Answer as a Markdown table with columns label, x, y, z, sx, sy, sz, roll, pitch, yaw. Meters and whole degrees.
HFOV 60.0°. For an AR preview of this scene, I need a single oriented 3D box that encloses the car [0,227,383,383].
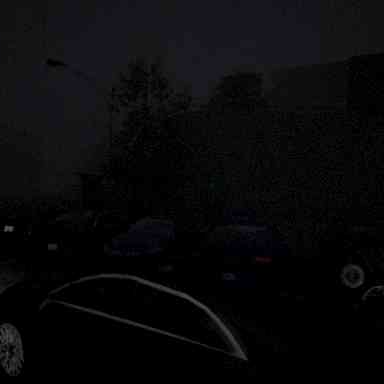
| label | x | y | z | sx | sy | sz | roll | pitch | yaw |
| --- | --- | --- | --- | --- | --- | --- | --- | --- | --- |
| car | -0.386 | 1.461 | 3.728 | 4.902 | 1.511 | 2.128 | 1 | 1 | 36 |

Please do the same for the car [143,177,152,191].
| label | x | y | z | sx | sy | sz | roll | pitch | yaw |
| --- | --- | --- | --- | --- | --- | --- | --- | --- | --- |
| car | -9.662 | -1.180 | 60.916 | 5.566 | 2.045 | 2.435 | 5 | 8 | 38 |

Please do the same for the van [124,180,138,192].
| label | x | y | z | sx | sy | sz | roll | pitch | yaw |
| --- | --- | --- | --- | --- | --- | --- | --- | --- | --- |
| van | -12.078 | -0.992 | 59.242 | 4.442 | 1.987 | 1.878 | 5 | 7 | 38 |

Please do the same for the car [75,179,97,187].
| label | x | y | z | sx | sy | sz | roll | pitch | yaw |
| --- | --- | --- | --- | --- | --- | --- | --- | --- | --- |
| car | -23.094 | -1.984 | 72.478 | 4.792 | 1.488 | 2.163 | 3 | 5 | 36 |

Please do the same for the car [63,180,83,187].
| label | x | y | z | sx | sy | sz | roll | pitch | yaw |
| --- | --- | --- | --- | --- | --- | --- | --- | --- | --- |
| car | -25.558 | -1.817 | 70.842 | 4.674 | 1.452 | 2.002 | 3 | 5 | 36 |

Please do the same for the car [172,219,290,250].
| label | x | y | z | sx | sy | sz | roll | pitch | yaw |
| --- | --- | --- | --- | --- | --- | --- | --- | --- | --- |
| car | 1.394 | 1.436 | 8.491 | 2.097 | 1.535 | 5.008 | 1 | 0 | 17 |

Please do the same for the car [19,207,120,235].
| label | x | y | z | sx | sy | sz | roll | pitch | yaw |
| --- | --- | --- | --- | --- | --- | --- | --- | --- | --- |
| car | -3.333 | 1.368 | 12.036 | 2.231 | 1.521 | 4.892 | 1 | -1 | 18 |

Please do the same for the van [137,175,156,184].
| label | x | y | z | sx | sy | sz | roll | pitch | yaw |
| --- | --- | --- | --- | --- | --- | --- | --- | --- | --- |
| van | -11.018 | -3.031 | 80.783 | 4.442 | 1.987 | 1.878 | 3 | 6 | 36 |

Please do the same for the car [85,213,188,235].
| label | x | y | z | sx | sy | sz | roll | pitch | yaw |
| --- | --- | --- | --- | --- | --- | --- | --- | --- | --- |
| car | -0.969 | 1.442 | 10.257 | 2.002 | 1.452 | 4.674 | 1 | 0 | 17 |

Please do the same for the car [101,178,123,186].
| label | x | y | z | sx | sy | sz | roll | pitch | yaw |
| --- | --- | --- | --- | --- | --- | --- | --- | --- | --- |
| car | -18.265 | -2.301 | 75.811 | 4.792 | 1.488 | 2.163 | 3 | 6 | 36 |

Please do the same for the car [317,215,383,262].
| label | x | y | z | sx | sy | sz | roll | pitch | yaw |
| --- | --- | --- | --- | --- | --- | --- | --- | --- | --- |
| car | 3.796 | 1.347 | 6.787 | 2.185 | 1.767 | 4.553 | 1 | 0 | 16 |

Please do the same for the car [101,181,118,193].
| label | x | y | z | sx | sy | sz | roll | pitch | yaw |
| --- | --- | --- | --- | --- | --- | --- | --- | --- | --- |
| car | -14.712 | -0.623 | 57.746 | 5.008 | 1.535 | 2.097 | 5 | 7 | 38 |

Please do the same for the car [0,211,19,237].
| label | x | y | z | sx | sy | sz | roll | pitch | yaw |
| --- | --- | --- | --- | --- | --- | --- | --- | --- | --- |
| car | -5.658 | 1.366 | 13.879 | 2.163 | 1.488 | 4.792 | 1 | -1 | 18 |
